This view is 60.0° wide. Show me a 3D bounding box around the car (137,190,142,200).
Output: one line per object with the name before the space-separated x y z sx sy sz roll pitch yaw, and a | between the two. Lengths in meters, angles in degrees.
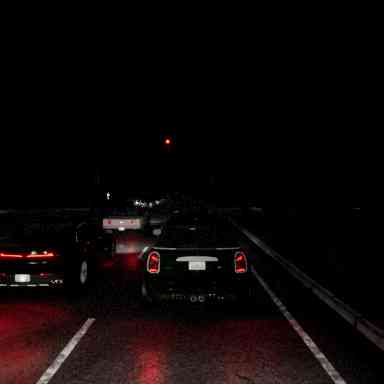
car | -10.685 0.710 63.287 2.150 2.045 5.566 0 1 0

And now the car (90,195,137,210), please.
car | -9.069 1.317 37.902 4.718 1.301 1.895 0 1 -3

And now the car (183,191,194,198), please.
car | -0.686 0.709 86.072 1.812 1.442 4.674 0 1 -4

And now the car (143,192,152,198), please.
car | -11.073 0.750 83.734 1.812 1.442 4.674 0 1 -2

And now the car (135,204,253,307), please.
car | 0.087 1.323 8.068 2.097 1.767 4.553 0 0 0

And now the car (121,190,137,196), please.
car | -10.699 0.930 53.847 2.097 1.767 4.553 0 0 0

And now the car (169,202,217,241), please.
car | 0.060 1.388 17.264 2.128 1.511 4.902 0 0 1

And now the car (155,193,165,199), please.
car | -7.307 0.871 76.490 2.033 1.411 5.357 0 1 -1

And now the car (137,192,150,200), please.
car | -10.737 0.896 73.512 2.128 1.511 4.902 0 1 -1

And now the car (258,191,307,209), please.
car | 10.592 0.928 39.022 5.566 2.045 2.150 0 0 -4

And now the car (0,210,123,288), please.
car | -3.415 1.468 9.120 1.837 1.490 4.892 0 0 0

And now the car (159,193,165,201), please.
car | -7.176 1.006 66.063 2.033 1.411 5.357 0 1 1

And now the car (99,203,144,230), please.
car | -3.437 1.487 18.441 1.895 1.301 4.718 0 0 0

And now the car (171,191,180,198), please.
car | -4.146 0.683 85.372 1.882 1.535 5.008 0 1 -4

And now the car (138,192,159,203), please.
car | -7.204 1.106 55.995 2.033 1.411 5.357 0 1 0
